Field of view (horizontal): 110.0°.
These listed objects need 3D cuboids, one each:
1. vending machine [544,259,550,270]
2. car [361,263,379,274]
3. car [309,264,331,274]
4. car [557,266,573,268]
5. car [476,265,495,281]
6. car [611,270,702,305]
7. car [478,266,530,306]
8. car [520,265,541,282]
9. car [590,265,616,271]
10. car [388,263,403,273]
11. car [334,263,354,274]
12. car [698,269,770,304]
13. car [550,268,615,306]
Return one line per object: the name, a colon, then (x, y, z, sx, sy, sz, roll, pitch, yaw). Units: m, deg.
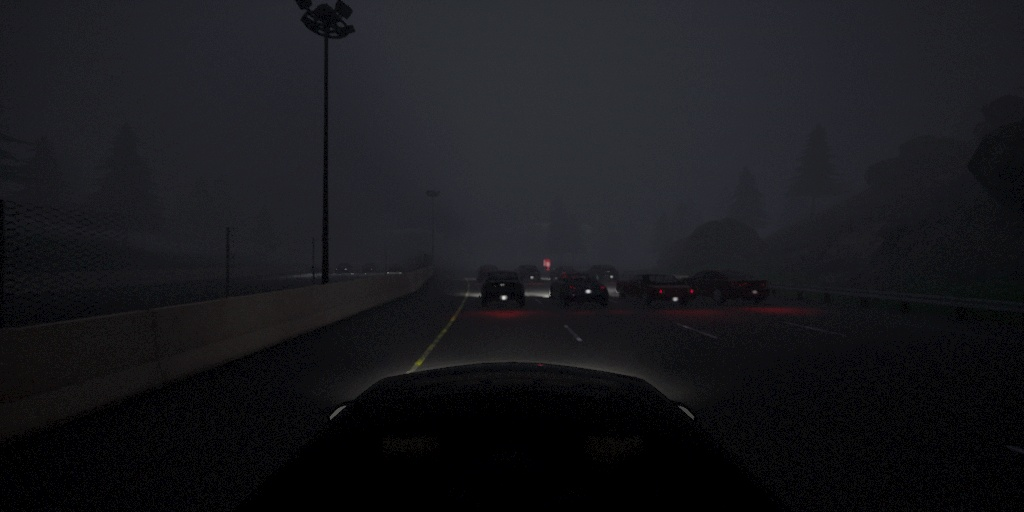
vending machine: (6.345, 1.542, 65.153, 1.100, 2.100, 0.880, 0, 0, -17)
car: (-20.379, 1.733, 51.597, 1.837, 1.490, 4.892, 1, -1, -14)
car: (-27.354, 1.829, 51.170, 1.895, 1.301, 4.718, 0, -1, -16)
car: (4.801, 1.607, 32.862, 1.994, 1.385, 4.181, 0, -1, -8)
car: (-2.156, 1.515, 32.065, 1.882, 1.535, 5.008, 0, 0, -8)
car: (6.518, 1.491, 16.846, 1.895, 1.301, 4.718, 0, -1, -4)
car: (-0.480, 1.398, 16.578, 1.837, 1.490, 4.892, 0, 0, -4)
car: (1.334, 1.547, 32.384, 1.837, 1.490, 4.892, 0, 0, -8)
car: (8.264, 1.553, 33.368, 1.837, 1.490, 4.892, 0, 0, -8)
car: (-17.619, 1.819, 54.558, 1.994, 1.385, 4.181, 0, -1, -15)
car: (-23.826, 1.729, 50.969, 1.837, 1.490, 4.892, 1, -1, -14)
car: (9.985, 1.372, 17.456, 1.882, 1.535, 5.008, 0, 0, -4)
car: (3.013, 1.456, 16.795, 1.994, 1.385, 4.181, 0, 0, -4)
